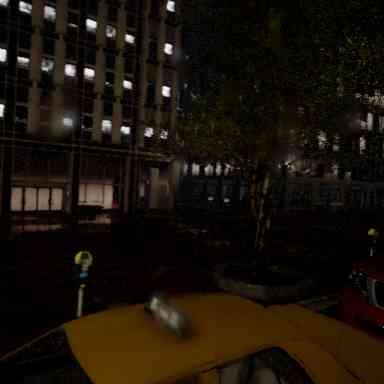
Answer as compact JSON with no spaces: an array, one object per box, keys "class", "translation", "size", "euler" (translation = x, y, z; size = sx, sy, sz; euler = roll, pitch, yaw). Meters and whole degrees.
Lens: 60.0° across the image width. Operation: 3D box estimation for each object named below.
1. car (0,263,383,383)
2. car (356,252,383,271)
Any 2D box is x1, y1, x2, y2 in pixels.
[{"class":"car","translation":[-0.408,1.427,2.113],"size":[4.829,1.417,1.752],"euler":[1,3,-33]},{"class":"car","translation":[4.540,1.301,5.213],"size":[5.009,1.841,2.192],"euler":[1,3,-32]}]
